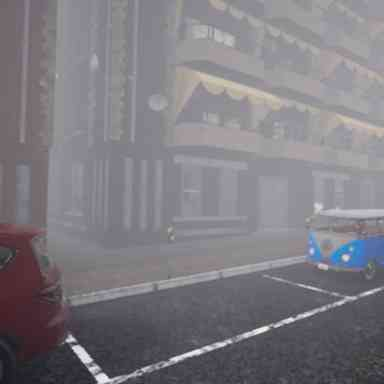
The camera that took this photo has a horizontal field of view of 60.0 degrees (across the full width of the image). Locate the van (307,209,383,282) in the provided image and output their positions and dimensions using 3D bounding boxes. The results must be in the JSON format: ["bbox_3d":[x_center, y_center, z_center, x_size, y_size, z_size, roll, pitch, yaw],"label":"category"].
[{"bbox_3d":[5.089,1.413,9.800,3.998,1.788,1.690,0,1,-36],"label":"van"}]

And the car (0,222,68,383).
[{"bbox_3d":[-3.851,1.318,3.292,5.009,1.841,2.192,0,1,-36],"label":"car"}]
